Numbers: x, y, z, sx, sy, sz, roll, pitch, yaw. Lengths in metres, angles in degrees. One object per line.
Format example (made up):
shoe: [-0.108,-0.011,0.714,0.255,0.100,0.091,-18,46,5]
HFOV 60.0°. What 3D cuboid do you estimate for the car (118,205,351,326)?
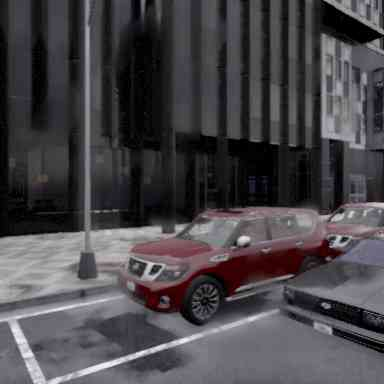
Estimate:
car: [0.989,1.299,7.236,5.009,1.841,2.192,0,0,-36]

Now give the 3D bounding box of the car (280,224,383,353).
car: [4.013,1.525,6.240,5.357,1.411,2.033,0,0,-35]

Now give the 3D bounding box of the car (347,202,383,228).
car: [5.580,1.279,10.513,5.009,1.841,2.192,0,0,-36]
